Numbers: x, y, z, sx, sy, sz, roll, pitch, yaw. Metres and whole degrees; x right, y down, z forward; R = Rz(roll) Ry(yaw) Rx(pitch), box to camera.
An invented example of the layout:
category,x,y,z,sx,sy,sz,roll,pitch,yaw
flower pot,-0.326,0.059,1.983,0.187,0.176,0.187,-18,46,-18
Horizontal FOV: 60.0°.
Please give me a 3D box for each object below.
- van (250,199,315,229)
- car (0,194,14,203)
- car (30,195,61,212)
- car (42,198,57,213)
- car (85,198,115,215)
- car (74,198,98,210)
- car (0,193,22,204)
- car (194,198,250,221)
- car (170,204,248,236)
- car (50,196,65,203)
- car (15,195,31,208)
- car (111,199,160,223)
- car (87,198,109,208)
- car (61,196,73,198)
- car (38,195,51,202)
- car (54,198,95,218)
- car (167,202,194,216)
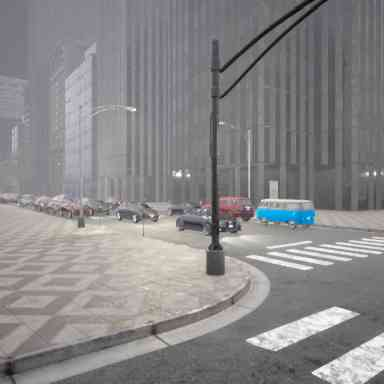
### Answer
category,x,y,z,sx,sy,sz,roll,pitch,yaw
van,6.052,1.379,21.893,1.690,1.788,3.998,0,0,-36
car,-37.442,1.287,66.978,2.192,1.841,5.009,0,0,-36
car,-17.482,1.462,39.655,1.967,1.590,4.097,0,0,-36
car,-14.156,1.607,35.101,1.802,1.307,4.206,0,0,-36
car,-9.851,1.532,33.573,1.837,1.490,4.892,0,0,-36
car,-14.456,1.548,45.206,1.812,1.442,4.674,0,0,-36
car,-34.115,1.300,62.424,2.192,1.841,5.009,0,0,-36
car,2.725,1.352,26.448,2.192,1.841,5.009,0,0,-36
car,0.852,1.600,18.910,1.994,1.385,4.181,0,0,-36
car,-27.319,1.513,67.575,1.752,1.417,4.829,0,0,-36
car,-24.135,1.564,48.762,2.008,1.369,4.403,0,0,-36
car,-4.331,1.538,26.008,1.837,1.490,4.892,0,0,-36
car,-13.911,1.603,49.219,1.802,1.307,4.206,0,0,-36
car,-15.633,1.548,41.556,1.812,1.442,4.674,0,0,-36
car,-33.987,1.484,76.713,1.752,1.417,4.829,0,0,-35
car,-10.829,1.572,30.547,1.887,1.381,4.507,0,0,-36
car,-0.603,1.600,31.002,1.947,1.339,4.313,0,0,-36
